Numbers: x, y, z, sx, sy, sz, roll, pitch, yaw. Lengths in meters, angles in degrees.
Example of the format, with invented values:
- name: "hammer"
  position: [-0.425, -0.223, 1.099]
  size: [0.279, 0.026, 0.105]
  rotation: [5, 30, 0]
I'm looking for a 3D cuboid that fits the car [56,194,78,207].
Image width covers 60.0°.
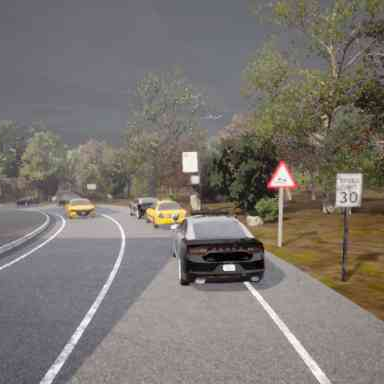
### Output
- name: "car"
  position: [-16.468, 1.057, 44.517]
  size: [2.097, 1.767, 4.553]
  rotation: [-5, 3, -42]

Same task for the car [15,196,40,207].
- name: "car"
  position: [-26.684, 1.491, 53.775]
  size: [5.008, 1.535, 1.882]
  rotation: [-2, 3, 34]

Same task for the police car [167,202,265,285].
- name: "police car"
  position: [0.465, 1.303, 9.367]
  size: [1.930, 1.638, 5.238]
  rotation: [-1, 1, -7]

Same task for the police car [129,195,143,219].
- name: "police car"
  position: [-3.590, 1.063, 25.549]
  size: [1.930, 1.638, 5.238]
  rotation: [-2, 1, -21]

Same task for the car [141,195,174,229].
- name: "car"
  position: [-1.602, 1.169, 19.685]
  size: [1.801, 1.575, 5.366]
  rotation: [-2, 1, -16]

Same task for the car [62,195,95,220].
- name: "car"
  position: [-8.906, 1.274, 26.353]
  size: [1.882, 1.535, 5.008]
  rotation: [-2, 1, -25]
